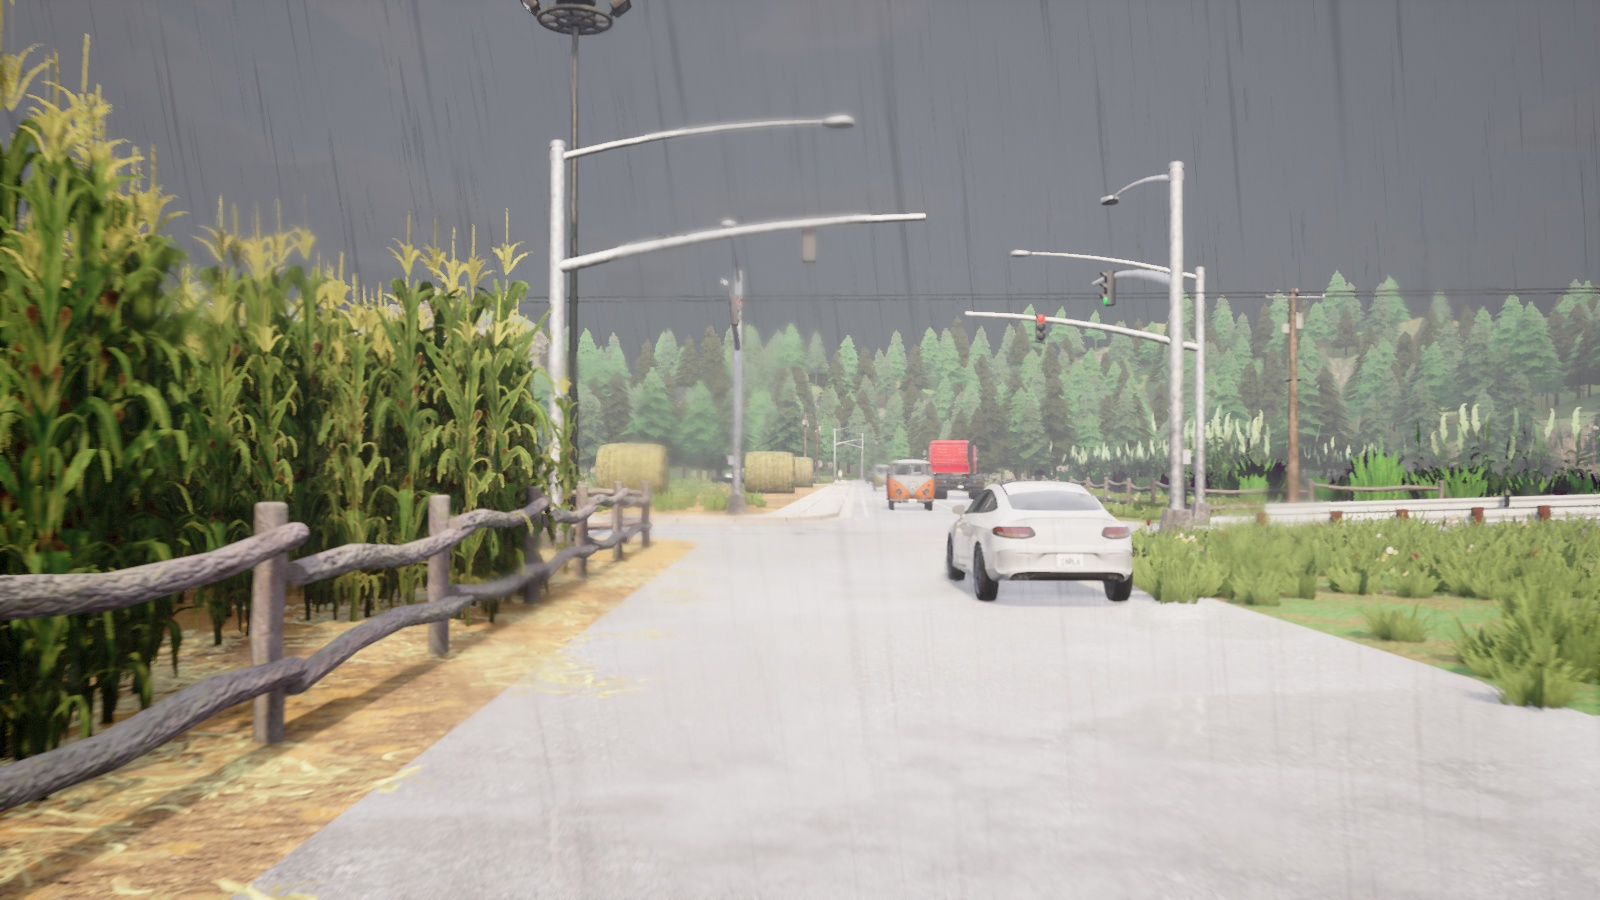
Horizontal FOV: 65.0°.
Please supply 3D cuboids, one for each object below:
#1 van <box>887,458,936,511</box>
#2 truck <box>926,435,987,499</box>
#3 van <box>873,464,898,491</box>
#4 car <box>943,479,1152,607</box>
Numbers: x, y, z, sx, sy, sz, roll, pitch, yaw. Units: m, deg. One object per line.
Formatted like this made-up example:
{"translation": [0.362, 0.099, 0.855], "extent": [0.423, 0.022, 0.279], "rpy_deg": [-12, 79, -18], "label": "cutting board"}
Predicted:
{"translation": [4.398, 1.354, 50.104], "extent": [1.775, 1.987, 4.442], "rpy_deg": [0, -1, 3], "label": "van"}
{"translation": [8.918, 0.973, 72.334], "extent": [2.891, 3.462, 7.936], "rpy_deg": [0, -1, 3], "label": "truck"}
{"translation": [6.489, 2.108, 95.680], "extent": [1.775, 1.987, 4.442], "rpy_deg": [0, -1, 3], "label": "van"}
{"translation": [3.059, 1.106, 16.545], "extent": [1.812, 1.442, 4.674], "rpy_deg": [0, -1, 0], "label": "car"}
